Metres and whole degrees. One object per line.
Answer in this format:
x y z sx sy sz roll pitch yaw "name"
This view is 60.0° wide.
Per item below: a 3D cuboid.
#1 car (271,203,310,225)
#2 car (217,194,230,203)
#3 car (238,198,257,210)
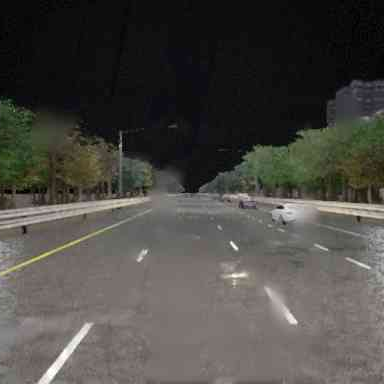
7.009 1.548 23.989 1.812 1.442 4.674 0 0 0 "car"
7.180 1.578 72.790 1.837 1.490 4.892 0 0 0 "car"
7.050 1.530 42.666 2.128 1.511 4.902 0 0 0 "car"
